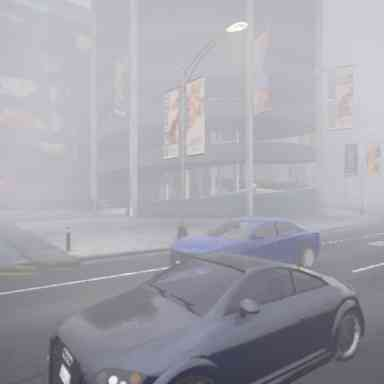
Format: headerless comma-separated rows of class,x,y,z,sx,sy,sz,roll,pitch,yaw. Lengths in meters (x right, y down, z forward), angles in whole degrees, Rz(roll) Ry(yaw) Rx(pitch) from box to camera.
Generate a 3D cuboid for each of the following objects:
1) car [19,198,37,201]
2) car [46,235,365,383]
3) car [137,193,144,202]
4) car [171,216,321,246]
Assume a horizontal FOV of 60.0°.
car,-25.773,1.454,52.321,1.895,1.301,4.718,0,0,-36
car,0.403,1.564,4.338,4.181,1.385,1.994,0,0,-36
car,-11.321,1.031,63.898,2.435,2.045,5.566,0,0,-36
car,1.676,1.480,9.594,5.008,1.535,1.882,0,0,-36
